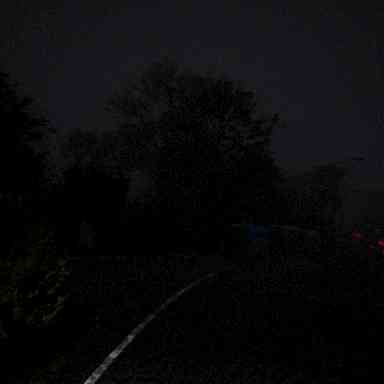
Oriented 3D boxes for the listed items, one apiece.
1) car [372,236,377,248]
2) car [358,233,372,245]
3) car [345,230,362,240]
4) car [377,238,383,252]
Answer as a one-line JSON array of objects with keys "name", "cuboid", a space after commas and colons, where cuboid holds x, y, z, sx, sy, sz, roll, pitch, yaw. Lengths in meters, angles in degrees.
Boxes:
[{"name": "car", "cuboid": [26.999, 7.214, 46.845, 1.812, 1.442, 4.674, 0, -6, 22]}, {"name": "car", "cuboid": [30.192, 8.176, 56.245, 1.812, 1.442, 4.674, 0, -5, 11]}, {"name": "car", "cuboid": [32.176, 8.491, 66.150, 2.150, 2.045, 5.566, 0, -3, 10]}, {"name": "car", "cuboid": [22.244, 6.030, 37.357, 1.994, 1.385, 4.181, -1, -7, 31]}]
